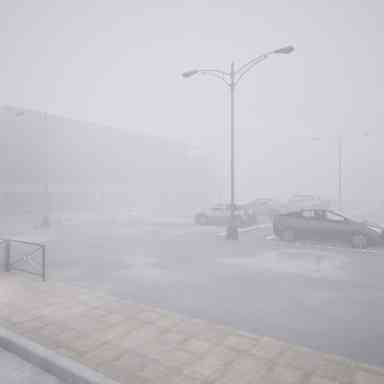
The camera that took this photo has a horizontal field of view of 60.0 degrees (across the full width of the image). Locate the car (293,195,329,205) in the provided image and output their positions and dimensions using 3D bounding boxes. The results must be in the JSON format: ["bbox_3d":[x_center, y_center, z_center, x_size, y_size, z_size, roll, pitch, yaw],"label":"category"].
[{"bbox_3d":[12.875,1.269,37.321,3.866,1.878,1.905,0,0,35],"label":"car"}]

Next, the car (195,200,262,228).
[{"bbox_3d":[2.129,1.424,21.392,3.806,1.475,1.970,0,0,35],"label":"car"}]

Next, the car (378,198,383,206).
[{"bbox_3d":[29.339,1.576,48.393,3.806,1.475,1.970,0,0,35],"label":"car"}]

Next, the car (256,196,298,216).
[{"bbox_3d":[5.542,1.345,26.836,5.027,1.636,2.152,0,0,35],"label":"car"}]

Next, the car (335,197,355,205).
[{"bbox_3d":[24.966,1.565,55.089,3.633,1.501,1.845,0,0,35],"label":"car"}]

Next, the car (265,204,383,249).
[{"bbox_3d":[5.807,1.490,14.351,4.514,1.523,2.007,0,0,35],"label":"car"}]

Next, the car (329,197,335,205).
[{"bbox_3d":[14.202,1.289,39.938,4.605,1.855,1.932,0,0,35],"label":"car"}]
